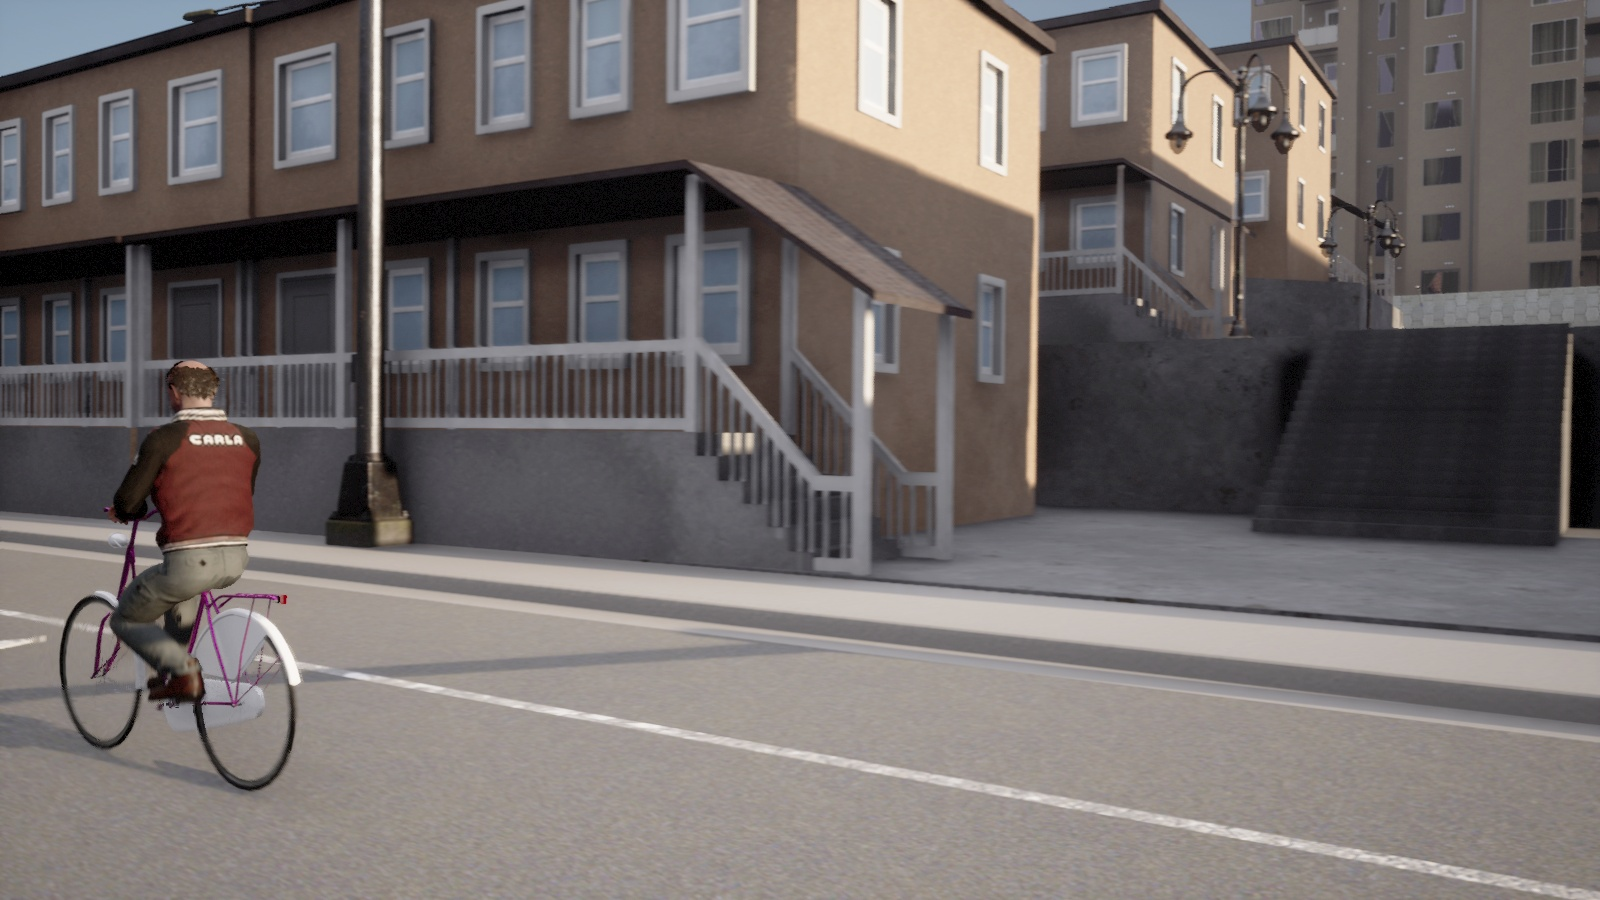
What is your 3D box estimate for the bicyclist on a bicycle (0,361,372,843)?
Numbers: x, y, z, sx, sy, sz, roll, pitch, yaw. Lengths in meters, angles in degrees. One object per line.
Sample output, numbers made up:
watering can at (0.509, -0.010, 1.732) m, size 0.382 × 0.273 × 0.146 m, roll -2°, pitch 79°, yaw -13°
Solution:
bicyclist on a bicycle at (-2.720, 0.553, 5.405) m, size 1.843 × 1.776 × 0.659 m, roll 0°, pitch 1°, yaw 34°
